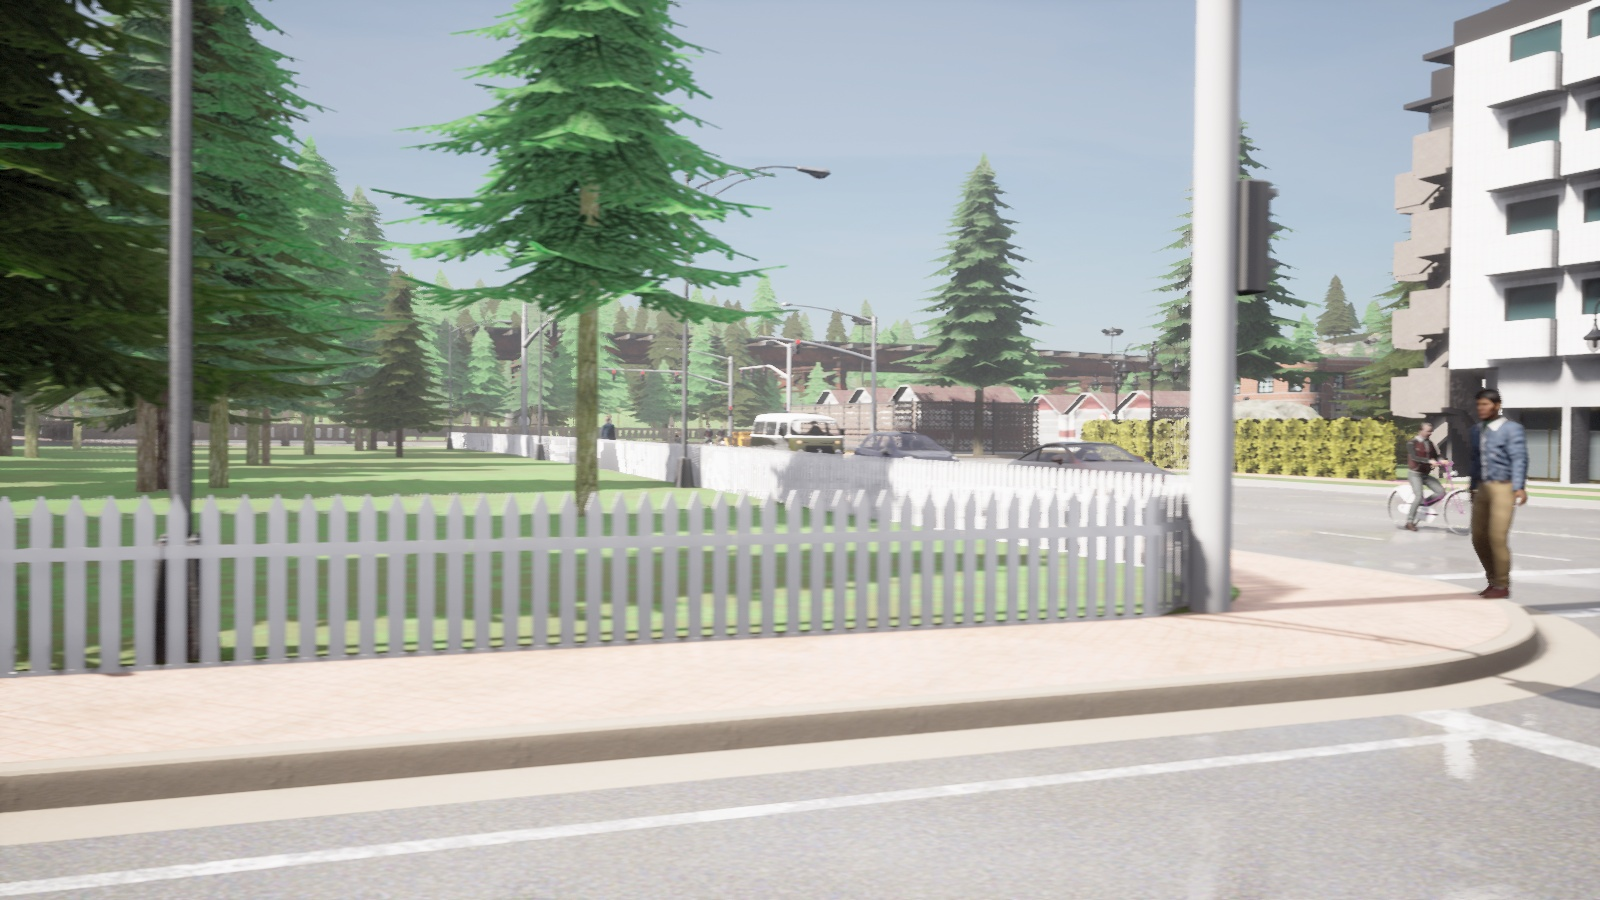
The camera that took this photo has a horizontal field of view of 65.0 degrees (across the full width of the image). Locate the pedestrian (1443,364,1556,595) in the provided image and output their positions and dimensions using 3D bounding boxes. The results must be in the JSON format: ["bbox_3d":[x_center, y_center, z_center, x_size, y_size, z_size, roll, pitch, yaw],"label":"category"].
[{"bbox_3d":[6.059,0.242,10.878,0.788,1.949,0.423,-1,1,-17],"label":"pedestrian"}]

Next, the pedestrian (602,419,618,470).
[{"bbox_3d":[-6.877,-0.211,45.439,0.402,1.842,0.726,-1,1,-20],"label":"pedestrian"}]

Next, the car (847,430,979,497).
[{"bbox_3d":[2.685,0.283,30.616,1.845,1.501,3.633,-1,1,-20],"label":"car"}]

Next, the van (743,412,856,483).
[{"bbox_3d":[-0.087,-0.104,38.364,2.069,2.038,4.480,-1,1,-19],"label":"van"}]

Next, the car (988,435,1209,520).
[{"bbox_3d":[5.358,0.426,23.137,1.994,1.385,4.181,-1,1,-20],"label":"car"}]

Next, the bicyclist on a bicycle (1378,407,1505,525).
[{"bbox_3d":[10.187,0.232,20.015,0.659,1.776,1.843,-1,1,-20],"label":"bicyclist on a bicycle"}]
